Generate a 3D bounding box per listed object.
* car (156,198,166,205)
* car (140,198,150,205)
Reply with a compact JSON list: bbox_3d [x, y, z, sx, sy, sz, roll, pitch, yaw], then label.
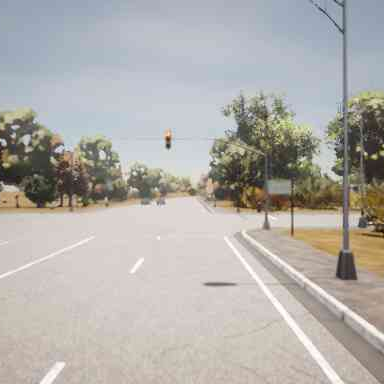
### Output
[{"bbox_3d":[-6.998,2.188,74.732,1.837,1.490,4.892,0,-1,0],"label":"car"},{"bbox_3d":[-10.498,2.188,74.733,1.837,1.490,4.892,0,-1,0],"label":"car"}]
